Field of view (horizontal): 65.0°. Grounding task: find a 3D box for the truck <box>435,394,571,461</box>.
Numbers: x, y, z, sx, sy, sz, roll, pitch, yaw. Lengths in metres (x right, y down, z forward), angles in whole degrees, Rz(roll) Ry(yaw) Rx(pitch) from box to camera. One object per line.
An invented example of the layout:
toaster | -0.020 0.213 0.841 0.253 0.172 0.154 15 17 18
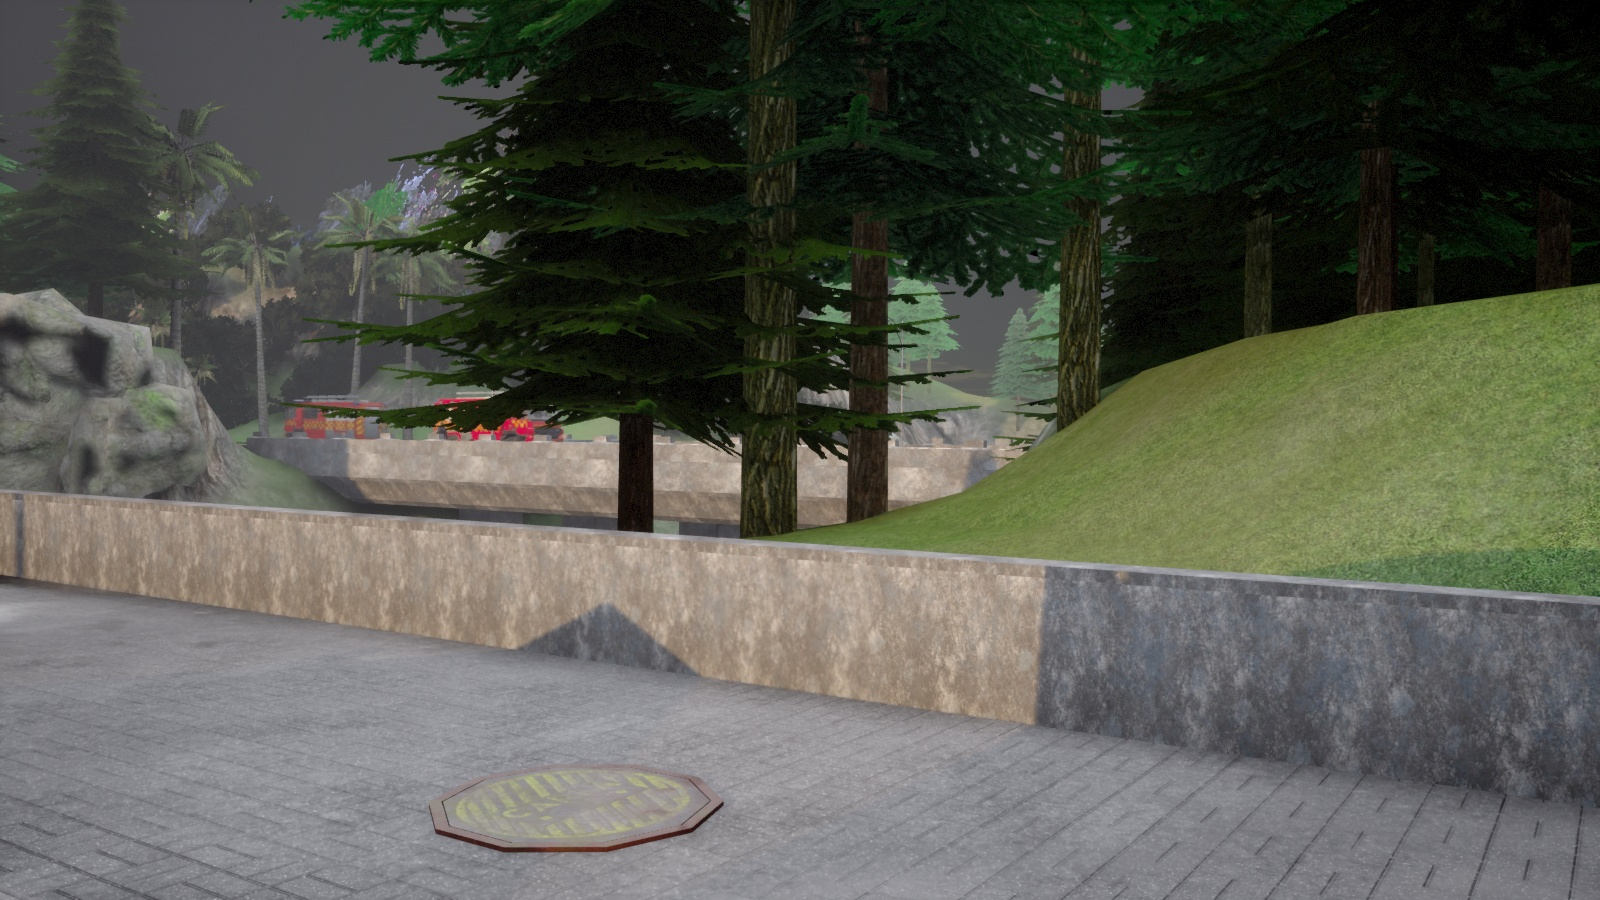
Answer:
truck | -17.943 -1.302 75.542 8.468 3.827 2.891 0 1 34

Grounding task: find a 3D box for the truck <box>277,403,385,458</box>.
truck | -34.019 -1.368 91.000 8.468 3.827 2.891 0 1 34
